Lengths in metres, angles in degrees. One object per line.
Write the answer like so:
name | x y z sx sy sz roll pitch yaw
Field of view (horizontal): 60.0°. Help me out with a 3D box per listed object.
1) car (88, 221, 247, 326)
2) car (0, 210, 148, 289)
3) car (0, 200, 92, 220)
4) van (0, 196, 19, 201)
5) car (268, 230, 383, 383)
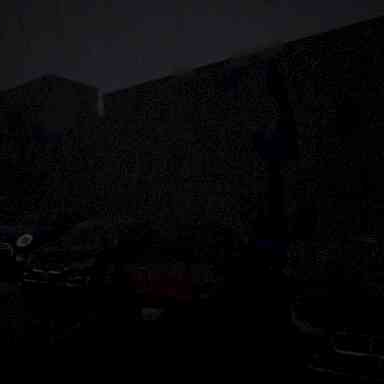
car | 0.062 1.487 7.373 2.163 1.488 4.792 1 0 16
car | -2.317 1.438 9.112 2.231 1.521 4.892 1 0 16
car | -4.695 1.292 10.840 2.185 1.767 4.553 1 0 16
van | -9.509 1.153 14.106 1.878 1.987 4.442 1 0 15
car | 2.467 1.479 5.705 2.231 1.521 4.892 1 0 15
